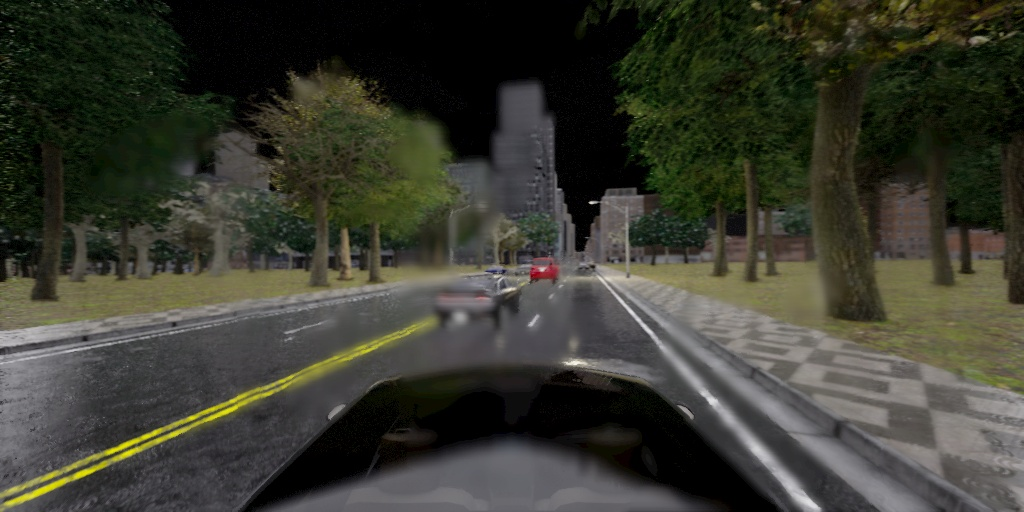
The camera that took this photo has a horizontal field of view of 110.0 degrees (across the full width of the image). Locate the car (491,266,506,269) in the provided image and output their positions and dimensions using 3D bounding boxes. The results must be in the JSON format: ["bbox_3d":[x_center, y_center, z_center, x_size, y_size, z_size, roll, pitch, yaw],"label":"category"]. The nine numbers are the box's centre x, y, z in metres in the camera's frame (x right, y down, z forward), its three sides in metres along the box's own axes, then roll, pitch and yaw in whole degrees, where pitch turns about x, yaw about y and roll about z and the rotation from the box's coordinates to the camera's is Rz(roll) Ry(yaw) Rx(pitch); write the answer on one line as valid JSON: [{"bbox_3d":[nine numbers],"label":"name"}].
[{"bbox_3d":[-1.804,1.763,41.214,1.895,1.301,4.718,-1,-1,11],"label":"car"}]

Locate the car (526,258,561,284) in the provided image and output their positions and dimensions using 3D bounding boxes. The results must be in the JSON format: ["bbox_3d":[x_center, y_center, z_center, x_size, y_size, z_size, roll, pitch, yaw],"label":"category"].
[{"bbox_3d":[2.855,1.229,30.179,2.150,2.045,5.566,-1,-1,11],"label":"car"}]

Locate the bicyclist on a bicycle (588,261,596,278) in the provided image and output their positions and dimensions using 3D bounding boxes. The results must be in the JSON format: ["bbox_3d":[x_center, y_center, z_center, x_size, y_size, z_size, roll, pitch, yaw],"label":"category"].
[{"bbox_3d":[7.985,1.398,35.313,0.659,1.776,1.843,-1,0,11],"label":"bicyclist on a bicycle"}]

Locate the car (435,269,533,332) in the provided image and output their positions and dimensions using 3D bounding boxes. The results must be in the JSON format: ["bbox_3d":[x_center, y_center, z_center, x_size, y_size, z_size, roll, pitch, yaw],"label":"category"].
[{"bbox_3d":[-0.827,1.338,11.403,2.128,1.511,4.902,-1,-1,11],"label":"car"}]

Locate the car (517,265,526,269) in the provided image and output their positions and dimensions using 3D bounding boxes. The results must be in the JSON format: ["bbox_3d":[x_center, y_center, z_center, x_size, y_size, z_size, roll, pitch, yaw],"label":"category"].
[{"bbox_3d":[1.588,1.707,41.623,1.994,1.385,4.181,-1,-1,11],"label":"car"}]

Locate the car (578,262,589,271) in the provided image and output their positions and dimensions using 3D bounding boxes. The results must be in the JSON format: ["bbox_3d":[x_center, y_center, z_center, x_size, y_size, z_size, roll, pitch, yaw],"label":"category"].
[{"bbox_3d":[12.757,1.927,63.722,1.895,1.301,4.718,-1,-1,11],"label":"car"}]
